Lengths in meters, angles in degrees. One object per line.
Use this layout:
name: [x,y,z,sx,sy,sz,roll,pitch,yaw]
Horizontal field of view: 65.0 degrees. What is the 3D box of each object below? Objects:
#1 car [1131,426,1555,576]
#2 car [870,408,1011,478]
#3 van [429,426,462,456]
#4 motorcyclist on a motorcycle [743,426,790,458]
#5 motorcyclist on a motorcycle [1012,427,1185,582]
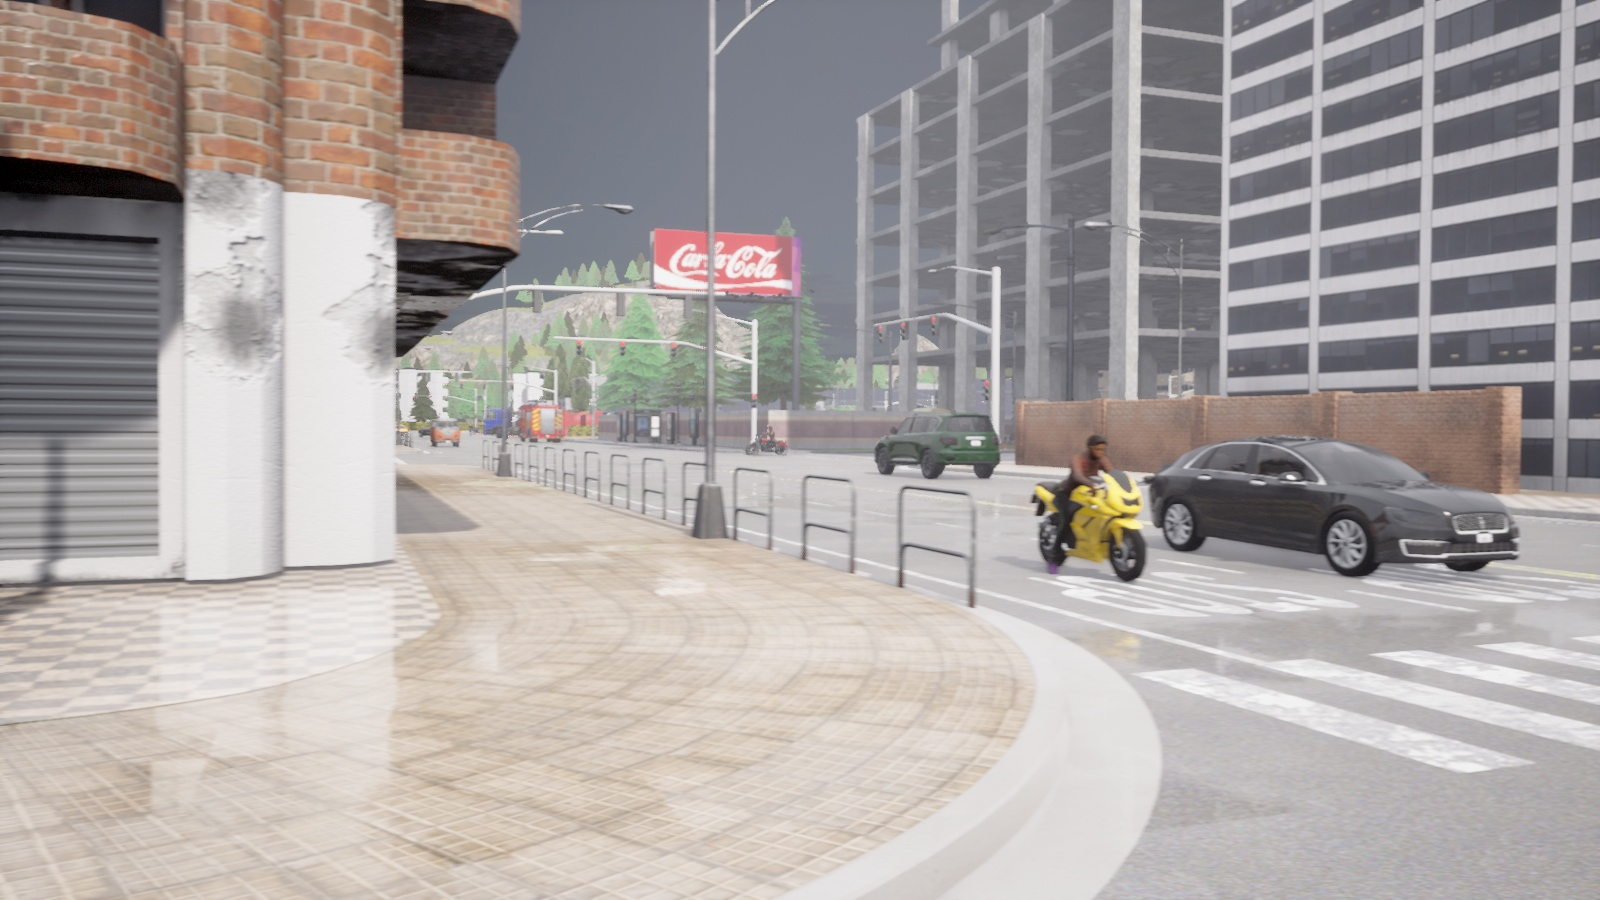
car: [6.273,0.470,15.273,1.837,1.490,4.892,-1,1,-21]
car: [4.368,-0.250,40.134,2.150,2.045,5.566,-1,1,-21]
van: [-24.664,-0.654,87.364,1.775,1.987,4.442,-1,1,-21]
motorcyclist on a motorcycle: [-1.779,-0.419,66.679,2.350,1.649,0.766,-1,1,-20]
motorcyclist on a motorcycle: [3.173,0.527,13.566,0.797,1.523,2.044,-1,1,-21]
